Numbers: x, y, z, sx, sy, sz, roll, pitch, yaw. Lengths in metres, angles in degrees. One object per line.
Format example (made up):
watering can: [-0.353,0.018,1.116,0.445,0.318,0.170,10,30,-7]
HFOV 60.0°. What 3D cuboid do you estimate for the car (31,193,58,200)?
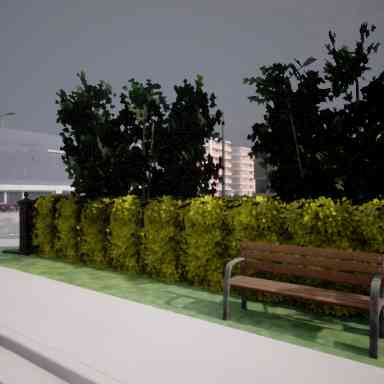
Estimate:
car: [-15.236,1.167,36.874,2.150,2.045,5.566,0,0,36]

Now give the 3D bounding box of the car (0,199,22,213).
car: [-19.062,1.502,37.544,2.033,1.411,5.357,0,0,35]
